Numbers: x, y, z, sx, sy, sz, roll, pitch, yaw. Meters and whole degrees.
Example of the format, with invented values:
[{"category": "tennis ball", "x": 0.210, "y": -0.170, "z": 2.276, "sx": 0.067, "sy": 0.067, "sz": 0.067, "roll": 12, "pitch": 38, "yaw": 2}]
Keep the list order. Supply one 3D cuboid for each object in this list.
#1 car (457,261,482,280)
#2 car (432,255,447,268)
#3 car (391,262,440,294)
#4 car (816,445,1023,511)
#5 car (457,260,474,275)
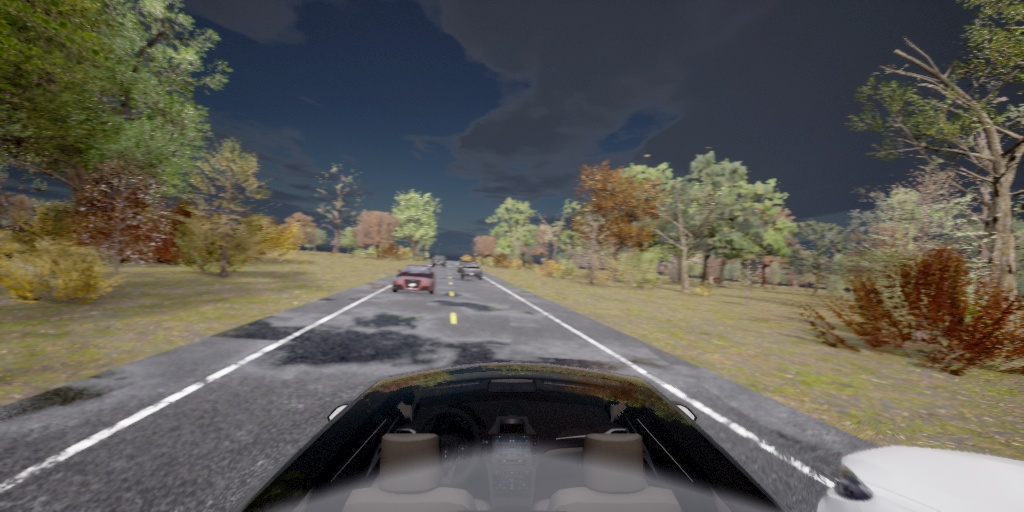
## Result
[{"category": "car", "x": -3.770, "y": 1.339, "z": 32.918, "sx": 2.128, "sy": 1.511, "sz": 4.902, "roll": 4, "pitch": -1, "yaw": -10}, {"category": "car", "x": -12.096, "y": 0.861, "z": 59.464, "sx": 2.150, "sy": 2.045, "sz": 5.566, "roll": 4, "pitch": -1, "yaw": -10}, {"category": "car", "x": -5.019, "y": 1.164, "z": 18.856, "sx": 1.994, "sy": 1.385, "sz": 4.181, "roll": 4, "pitch": -1, "yaw": -10}, {"category": "car", "x": 3.146, "y": 1.466, "z": 0.390, "sx": 1.812, "sy": 1.442, "sz": 4.674, "roll": 4, "pitch": -1, "yaw": -10}, {"category": "car", "x": -5.763, "y": 1.363, "z": 44.074, "sx": 1.837, "sy": 1.490, "sz": 4.892, "roll": 4, "pitch": 0, "yaw": -10}]
